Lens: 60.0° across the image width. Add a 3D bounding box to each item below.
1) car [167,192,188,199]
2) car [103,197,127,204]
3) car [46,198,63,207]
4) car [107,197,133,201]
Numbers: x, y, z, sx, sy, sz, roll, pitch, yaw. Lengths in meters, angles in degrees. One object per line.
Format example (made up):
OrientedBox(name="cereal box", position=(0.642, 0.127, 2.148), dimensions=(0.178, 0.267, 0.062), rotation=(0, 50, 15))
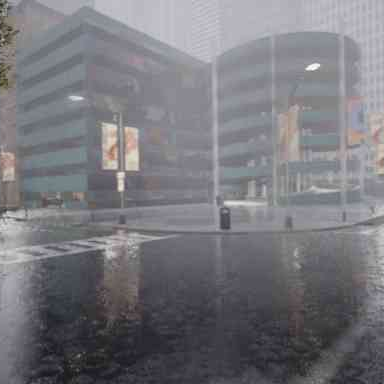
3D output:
OrientedBox(name="car", position=(-3.453, 0.984, 77.964), dimensions=(5.566, 2.045, 2.435), rotation=(-1, 0, 40))
OrientedBox(name="car", position=(-14.707, 1.605, 63.265), dimensions=(4.718, 1.301, 1.895), rotation=(-1, 0, 40))
OrientedBox(name="car", position=(-22.486, 1.682, 54.650), dimensions=(4.786, 1.482, 2.161), rotation=(-1, 0, 40))
OrientedBox(name="car", position=(-10.500, 1.415, 49.958), dimensions=(4.674, 1.452, 2.002), rotation=(-1, 0, 40))
